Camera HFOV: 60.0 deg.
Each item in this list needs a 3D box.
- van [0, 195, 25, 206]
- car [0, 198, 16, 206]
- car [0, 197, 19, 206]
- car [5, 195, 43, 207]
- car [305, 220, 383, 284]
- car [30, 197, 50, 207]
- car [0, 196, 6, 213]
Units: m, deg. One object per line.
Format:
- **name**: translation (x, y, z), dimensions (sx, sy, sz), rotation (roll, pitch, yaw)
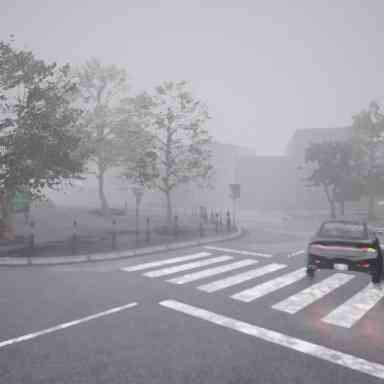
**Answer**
- **van**: translation (-34.782, 1.667, 63.693), dimensions (1.878, 1.987, 4.442), rotation (-2, -1, 41)
- **car**: translation (-39.058, 2.056, 67.837), dimensions (1.946, 1.575, 5.366), rotation (-2, -2, 41)
- **car**: translation (-37.009, 1.845, 65.755), dimensions (2.185, 1.767, 4.553), rotation (-2, -2, 41)
- **car**: translation (-30.063, 1.501, 59.685), dimensions (2.435, 2.045, 5.566), rotation (-2, -1, 41)
- **car**: translation (4.675, 1.617, 10.203), dimensions (2.128, 1.511, 4.902), rotation (0, -1, 26)
- **car**: translation (-27.842, 1.702, 57.788), dimensions (2.097, 1.535, 5.008), rotation (-1, -1, 41)
- **car**: translation (-19.725, 1.509, 34.688), dimensions (2.128, 1.511, 4.902), rotation (0, 0, -10)
